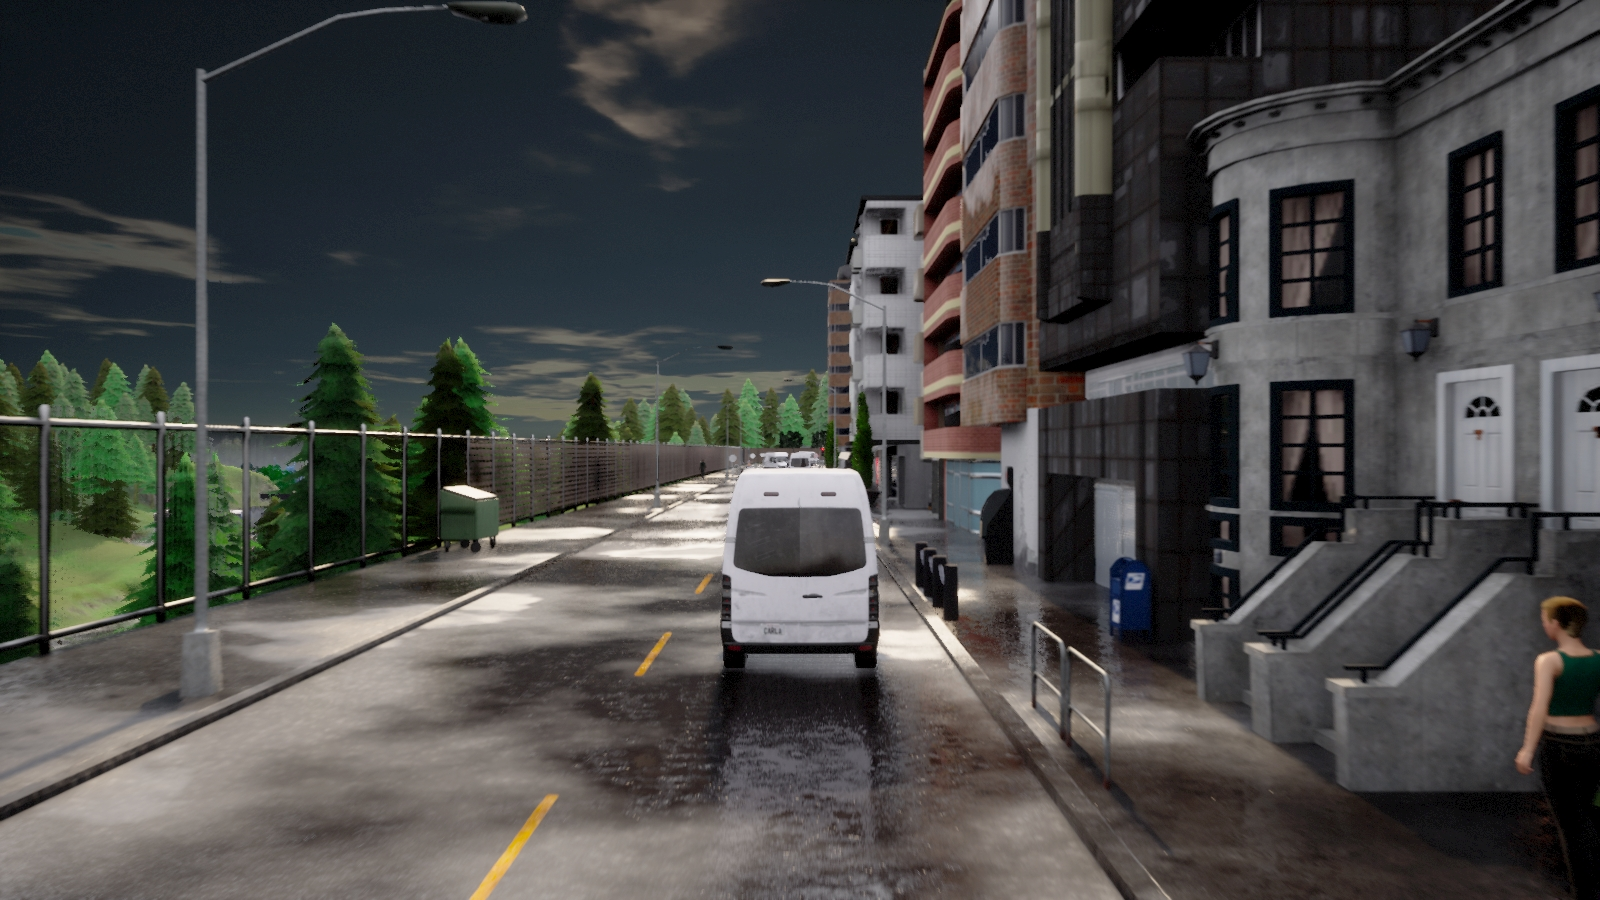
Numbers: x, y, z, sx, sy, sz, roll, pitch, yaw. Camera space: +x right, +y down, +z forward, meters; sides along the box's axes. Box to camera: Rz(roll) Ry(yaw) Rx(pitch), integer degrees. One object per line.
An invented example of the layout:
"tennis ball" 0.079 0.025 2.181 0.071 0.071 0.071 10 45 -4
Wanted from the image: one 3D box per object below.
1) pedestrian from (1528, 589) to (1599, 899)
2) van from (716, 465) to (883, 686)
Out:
"pedestrian" 4.434 1.744 6.465 0.375 1.860 0.375 0 0 -8
"van" -0.007 1.534 16.564 1.988 2.561 5.915 0 0 0
